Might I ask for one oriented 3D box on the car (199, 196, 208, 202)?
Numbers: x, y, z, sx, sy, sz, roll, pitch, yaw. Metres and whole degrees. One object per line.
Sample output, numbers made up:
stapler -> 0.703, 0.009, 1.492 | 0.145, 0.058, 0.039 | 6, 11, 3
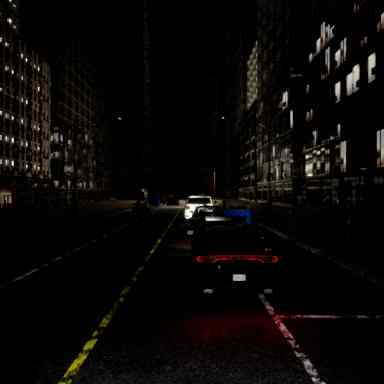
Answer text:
car -> 2.681, 1.555, 77.750 | 1.887, 1.381, 4.507 | 0, 0, 0

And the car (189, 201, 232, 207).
car -> 0.899, 1.479, 18.804 | 1.882, 1.535, 5.008 | 0, 0, 0

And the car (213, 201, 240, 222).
car -> 2.686, 1.527, 26.908 | 1.752, 1.417, 4.829 | 0, 0, 0

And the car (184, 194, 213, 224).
car -> 0.658, 1.225, 24.913 | 2.150, 2.045, 5.566 | 0, 0, 4

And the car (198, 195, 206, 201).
car -> 2.679, 1.557, 89.086 | 1.887, 1.381, 4.507 | 0, 0, 0

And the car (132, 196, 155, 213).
car -> -5.695, 1.528, 37.904 | 1.752, 1.417, 4.829 | 0, 0, 0

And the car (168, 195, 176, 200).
car -> -5.701, 1.579, 94.754 | 1.947, 1.339, 4.313 | 0, 0, 0

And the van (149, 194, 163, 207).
van -> -5.697, 1.346, 49.411 | 1.690, 1.788, 3.998 | 0, 0, 0

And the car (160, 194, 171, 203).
car -> -5.700, 1.324, 72.083 | 2.192, 1.841, 5.009 | 0, 0, 0

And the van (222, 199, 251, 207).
van -> 2.686, 1.342, 21.070 | 1.690, 1.788, 3.998 | 0, 0, 0

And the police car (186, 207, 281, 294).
police car -> 0.900, 1.425, 8.913 | 1.930, 1.638, 5.238 | 0, 0, 0

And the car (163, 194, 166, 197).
car -> -5.698, 1.558, 60.746 | 2.008, 1.369, 4.403 | 0, 0, 0

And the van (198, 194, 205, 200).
van -> 2.679, 1.354, 94.754 | 1.690, 1.788, 3.998 | 0, 0, 0

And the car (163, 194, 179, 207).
car -> -3.005, 1.531, 52.323 | 1.812, 1.442, 4.674 | 0, 0, 0

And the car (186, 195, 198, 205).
car -> -0.006, 1.359, 60.130 | 2.097, 1.767, 4.553 | 0, 0, 0

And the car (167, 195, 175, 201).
car -> -5.701, 1.557, 89.087 | 1.887, 1.381, 4.507 | 0, 0, 0

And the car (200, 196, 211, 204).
car -> 2.682, 1.559, 66.414 | 2.008, 1.369, 4.403 | 0, 0, 0

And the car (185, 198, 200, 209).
car -> 0.014, 1.568, 46.199 | 1.994, 1.385, 4.181 | 0, 0, 0
